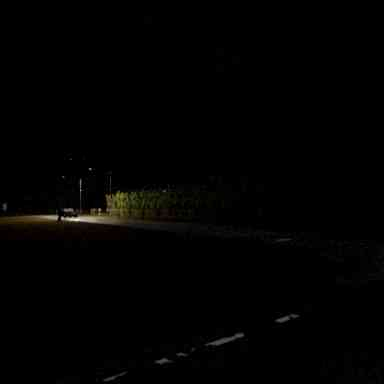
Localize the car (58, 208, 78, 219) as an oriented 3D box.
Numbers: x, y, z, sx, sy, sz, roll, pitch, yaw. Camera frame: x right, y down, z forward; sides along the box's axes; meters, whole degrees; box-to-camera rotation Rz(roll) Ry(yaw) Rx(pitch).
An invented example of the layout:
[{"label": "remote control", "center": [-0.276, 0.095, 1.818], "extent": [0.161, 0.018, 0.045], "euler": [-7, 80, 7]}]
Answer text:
[{"label": "car", "center": [-18.733, 3.200, 50.107], "extent": [2.128, 1.511, 4.902], "euler": [1, -3, -36]}]
